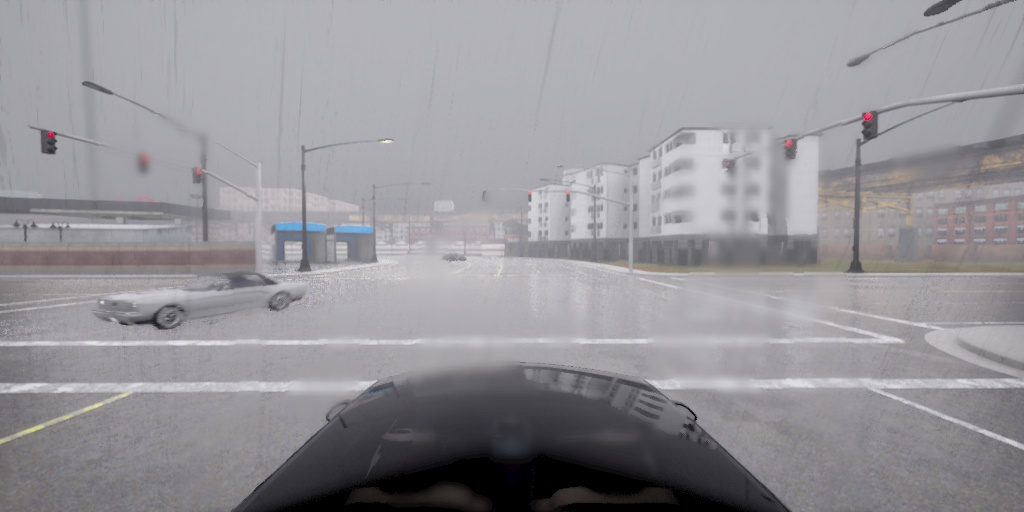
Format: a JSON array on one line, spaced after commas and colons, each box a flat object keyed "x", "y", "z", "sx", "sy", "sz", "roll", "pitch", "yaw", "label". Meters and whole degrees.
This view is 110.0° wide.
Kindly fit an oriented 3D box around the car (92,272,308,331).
[{"x": -8.812, "y": 1.191, "z": 10.713, "sx": 1.895, "sy": 1.301, "sz": 4.718, "roll": 0, "pitch": 1, "yaw": 21, "label": "car"}]

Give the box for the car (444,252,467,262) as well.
[{"x": -8.269, "y": 0.179, "z": 52.484, "sx": 1.994, "sy": 1.385, "sz": 4.181, "roll": -1, "pitch": 2, "yaw": -37, "label": "car"}]
